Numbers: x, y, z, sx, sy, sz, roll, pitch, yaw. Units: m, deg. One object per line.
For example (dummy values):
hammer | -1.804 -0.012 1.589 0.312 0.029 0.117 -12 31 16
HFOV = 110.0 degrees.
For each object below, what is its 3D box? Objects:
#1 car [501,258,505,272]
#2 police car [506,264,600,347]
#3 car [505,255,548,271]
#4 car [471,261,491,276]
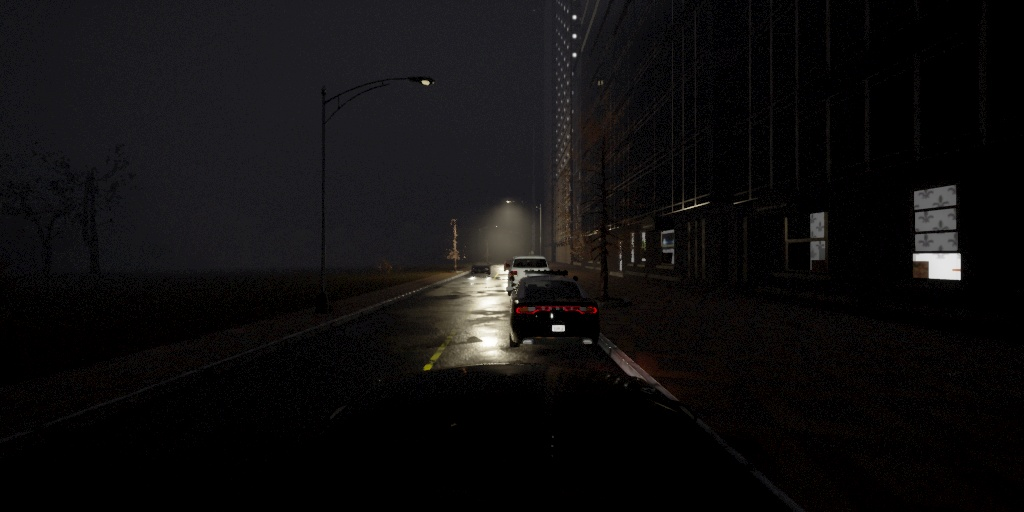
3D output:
car | -0.085 1.226 47.546 1.882 1.535 5.008 0 0 0
police car | 0.881 1.175 9.430 1.930 1.638 5.238 0 0 0
car | 0.857 0.975 19.351 2.150 2.045 5.566 0 0 0
car | -3.186 1.226 37.551 1.882 1.535 5.008 0 0 0
